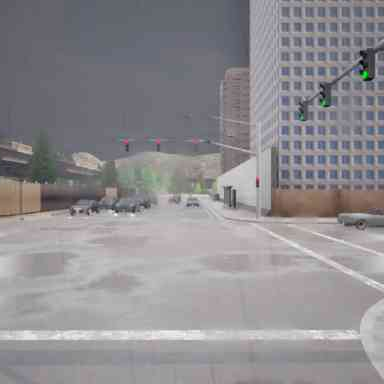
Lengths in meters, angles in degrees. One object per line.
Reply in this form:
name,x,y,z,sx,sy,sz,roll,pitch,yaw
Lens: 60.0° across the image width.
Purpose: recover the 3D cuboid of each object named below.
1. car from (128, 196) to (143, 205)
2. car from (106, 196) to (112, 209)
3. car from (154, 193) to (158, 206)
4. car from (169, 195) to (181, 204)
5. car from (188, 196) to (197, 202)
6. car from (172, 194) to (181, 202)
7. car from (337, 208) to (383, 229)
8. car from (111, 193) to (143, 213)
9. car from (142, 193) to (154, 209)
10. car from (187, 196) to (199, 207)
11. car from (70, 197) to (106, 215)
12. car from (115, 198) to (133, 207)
car,-10.526,1.478,62.161,1.882,1.535,5.008,0,0,0
car,-10.569,1.352,42.148,2.097,1.767,4.553,0,0,0
car,-7.034,1.221,56.963,2.150,2.045,5.566,0,0,0
car,-3.466,1.601,64.288,1.895,1.301,4.718,0,0,0
car,0.040,1.595,73.926,1.895,1.301,4.718,0,0,0
car,-3.461,1.305,74.481,1.882,1.535,5.008,0,0,0
car,11.865,1.656,21.187,4.718,1.301,1.895,0,0,0
car,-7.068,1.352,36.797,2.097,1.767,4.553,0,0,0
car,-7.059,1.221,46.233,2.150,2.045,5.566,0,0,0
car,0.126,1.601,52.466,1.895,1.301,4.718,0,0,0
car,-10.585,1.492,33.251,2.128,1.511,4.902,0,0,1
car,-10.560,1.601,51.942,1.895,1.301,4.718,0,0,0
